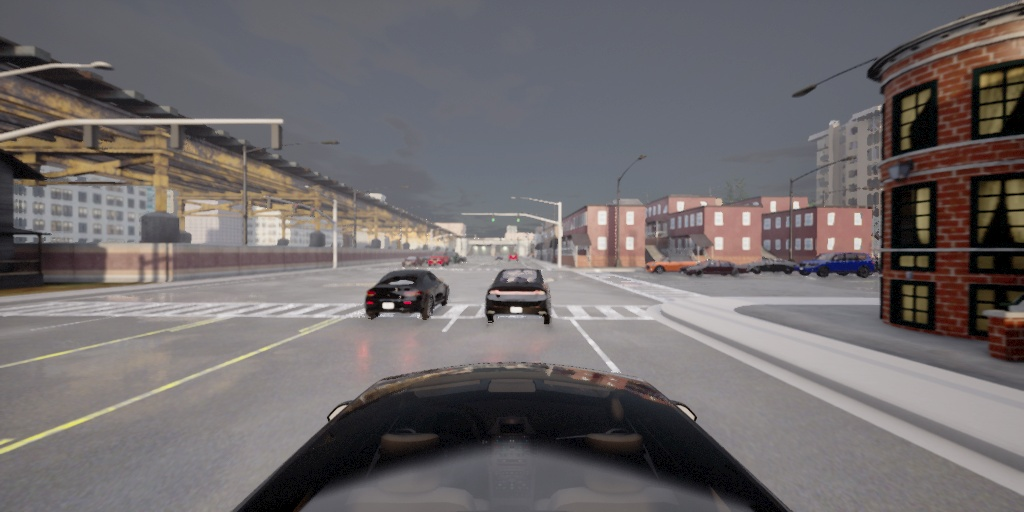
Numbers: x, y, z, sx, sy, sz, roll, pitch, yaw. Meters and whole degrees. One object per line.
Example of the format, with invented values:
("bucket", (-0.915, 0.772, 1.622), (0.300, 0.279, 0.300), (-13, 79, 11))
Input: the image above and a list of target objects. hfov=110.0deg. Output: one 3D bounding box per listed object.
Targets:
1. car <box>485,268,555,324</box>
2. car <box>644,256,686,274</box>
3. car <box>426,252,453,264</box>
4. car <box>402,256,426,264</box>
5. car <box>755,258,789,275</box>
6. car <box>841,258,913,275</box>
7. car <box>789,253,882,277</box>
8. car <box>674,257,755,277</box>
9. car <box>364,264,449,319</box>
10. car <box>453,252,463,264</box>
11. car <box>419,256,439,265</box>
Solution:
("car", (0.333, 1.140, 11.584), (2.128, 1.511, 4.902), (0, 1, 5))
("car", (14.974, 0.795, 33.953), (4.553, 1.767, 2.097), (0, 1, 0))
("car", (-10.392, 0.434, 51.192), (2.150, 2.045, 5.566), (0, 1, 1))
("car", (-13.899, 0.740, 50.336), (1.812, 1.442, 4.674), (0, 1, 1))
("car", (24.120, 0.953, 33.923), (4.902, 1.511, 2.128), (0, 1, 0))
("car", (34.397, 0.987, 33.872), (4.892, 1.490, 1.837), (0, 1, 0))
("car", (27.308, 0.726, 30.407), (5.566, 2.045, 2.150), (0, 1, 0))
("car", (17.107, 1.032, 30.458), (5.357, 1.411, 2.033), (0, 1, 0))
("car", (-3.368, 1.161, 12.089), (1.812, 1.442, 4.674), (0, 1, 0))
("car", (-10.294, 0.326, 61.549), (2.150, 2.045, 5.566), (0, 1, 1))
("car", (-13.811, 0.661, 60.048), (2.033, 1.411, 5.357), (0, 1, 1))
